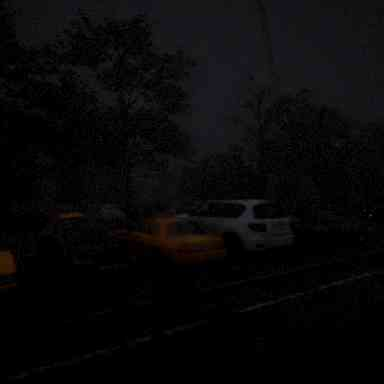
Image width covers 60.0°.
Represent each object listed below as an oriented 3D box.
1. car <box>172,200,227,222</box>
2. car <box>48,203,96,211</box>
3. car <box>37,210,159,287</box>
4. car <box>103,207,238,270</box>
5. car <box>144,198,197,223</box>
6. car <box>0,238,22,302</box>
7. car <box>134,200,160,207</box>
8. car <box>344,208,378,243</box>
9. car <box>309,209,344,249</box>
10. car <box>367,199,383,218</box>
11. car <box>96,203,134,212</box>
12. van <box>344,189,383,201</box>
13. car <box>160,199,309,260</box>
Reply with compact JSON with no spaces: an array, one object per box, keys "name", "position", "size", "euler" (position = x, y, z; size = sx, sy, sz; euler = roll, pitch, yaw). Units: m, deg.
[{"name":"car","position":[0.490,1.544,28.338],"size":[2.097,1.535,5.008],"euler":[0,0,-35]},{"name":"car","position":[-8.360,1.524,21.874],"size":[1.946,1.575,5.366],"euler":[0,0,-35]},{"name":"car","position":[-3.215,1.529,9.732],"size":[2.231,1.521,4.892],"euler":[0,0,-35]},{"name":"car","position":[-1.049,1.530,11.479],"size":[1.946,1.575,5.366],"euler":[0,0,-35]},{"name":"car","position":[-1.796,1.414,26.770],"size":[2.185,1.767,4.553],"euler":[0,0,-35]},{"name":"car","position":[-5.373,1.521,7.975],"size":[1.946,1.575,5.366],"euler":[0,0,-35]},{"name":"car","position":[-3.923,1.565,25.196],"size":[2.163,1.488,4.792],"euler":[0,0,-35]},{"name":"car","position":[5.880,1.576,16.104],"size":[2.163,1.488,4.792],"euler":[0,0,-35]},{"name":"car","position":[3.591,1.542,14.532],"size":[2.097,1.535,5.008],"euler":[0,0,-35]},{"name":"car","position":[15.601,1.362,24.974],"size":[4.718,1.301,1.895],"euler":[-2,2,-1]},{"name":"car","position":[-6.202,1.571,23.621],"size":[2.002,1.452,4.674],"euler":[0,0,-35]},{"name":"van","position":[22.544,0.579,44.069],"size":[1.878,1.987,4.442],"euler":[-1,1,-35]},{"name":"car","position":[1.310,1.286,12.951],"size":[2.435,2.045,5.566],"euler":[0,0,-35]}]
